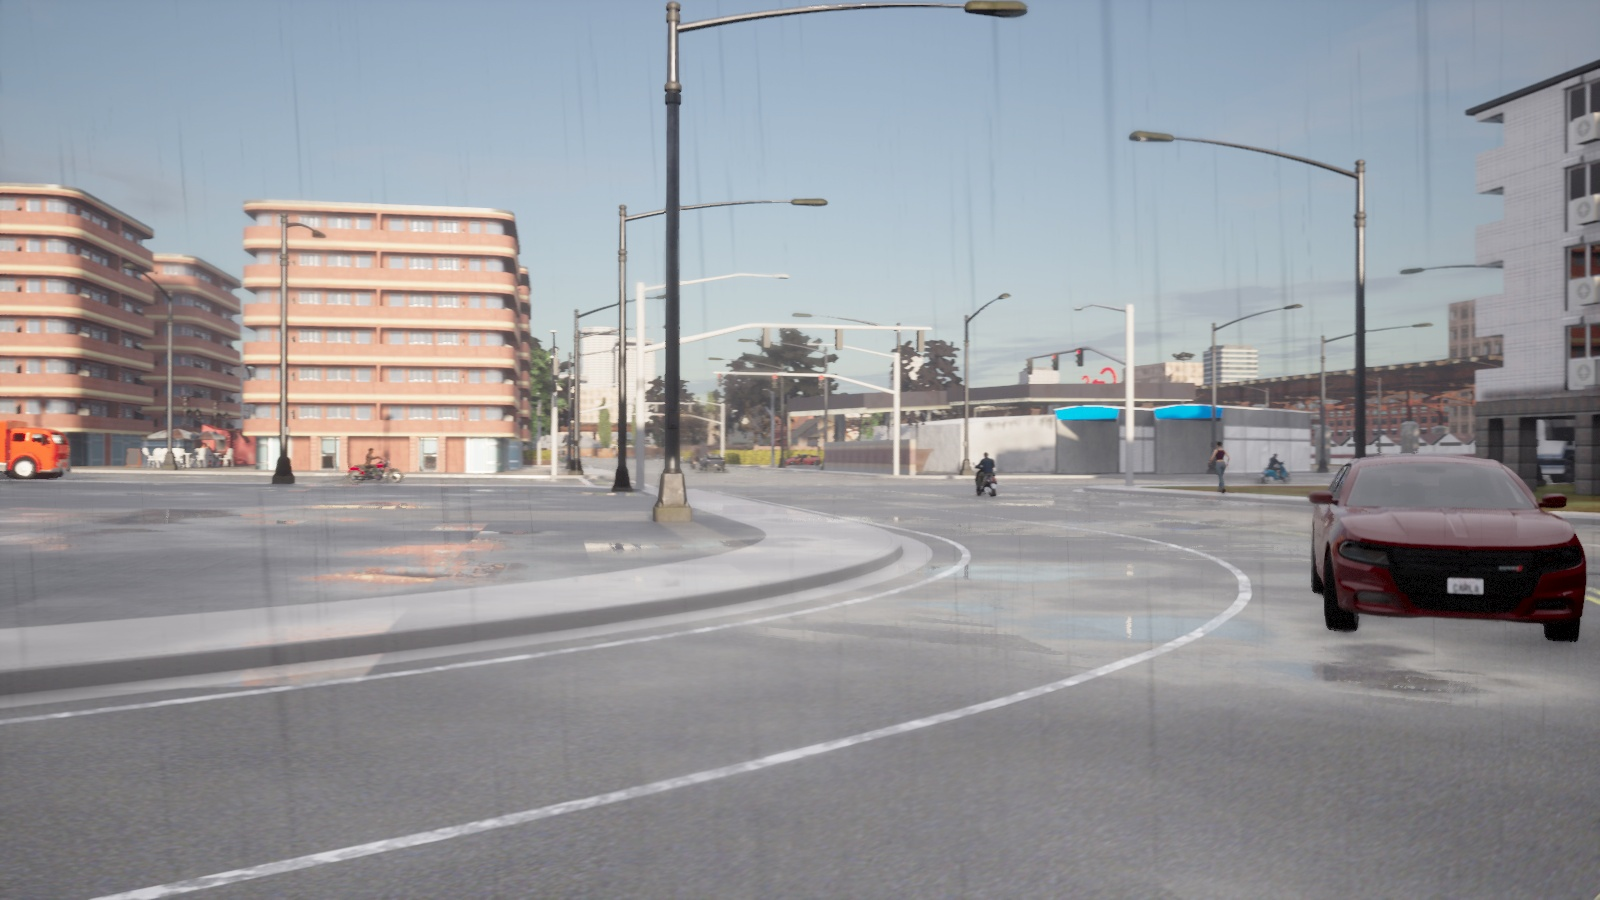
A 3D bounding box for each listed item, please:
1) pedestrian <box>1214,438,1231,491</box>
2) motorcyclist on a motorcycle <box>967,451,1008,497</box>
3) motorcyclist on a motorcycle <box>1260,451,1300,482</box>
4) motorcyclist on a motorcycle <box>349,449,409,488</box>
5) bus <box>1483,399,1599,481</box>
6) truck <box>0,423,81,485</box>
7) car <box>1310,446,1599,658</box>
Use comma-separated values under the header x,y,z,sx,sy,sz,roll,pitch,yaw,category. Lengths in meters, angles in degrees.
x,y,z,sx,sy,sz,roll,pitch,yaw,category
14.859,0.515,44.193,0.345,1.836,0.594,0,0,-7,pedestrian
6.685,0.839,44.779,0.866,1.590,1.817,0,0,-12,motorcyclist on a motorcycle
25.171,0.861,65.893,1.817,1.590,0.866,0,0,-17,motorcyclist on a motorcycle
-18.329,0.797,54.698,2.350,1.649,0.766,1,0,-11,motorcyclist on a motorcycle
42.747,-0.508,69.371,10.273,4.253,3.944,0,0,-29,bus
-33.031,0.150,51.863,5.204,2.467,2.627,1,0,-11,truck
5.871,0.748,11.778,1.882,1.535,5.008,0,0,21,car
